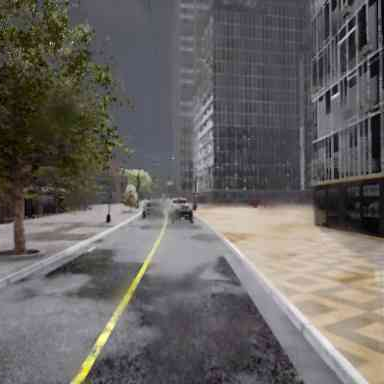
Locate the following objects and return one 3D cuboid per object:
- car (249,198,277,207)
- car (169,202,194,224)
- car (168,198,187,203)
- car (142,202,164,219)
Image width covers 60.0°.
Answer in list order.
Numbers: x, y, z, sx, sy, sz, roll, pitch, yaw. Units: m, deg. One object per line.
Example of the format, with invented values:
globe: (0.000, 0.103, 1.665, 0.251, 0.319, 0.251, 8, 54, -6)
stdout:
car: (12.774, 1.964, 60.112, 5.009, 1.841, 2.192, 0, -2, 14)
car: (-0.845, 1.880, 28.709, 1.837, 1.490, 4.892, 0, -1, -3)
car: (-1.575, 1.737, 39.401, 2.150, 2.045, 5.566, 0, 0, -5)
car: (-4.050, 1.804, 34.880, 2.097, 1.767, 4.553, 0, -1, -4)
